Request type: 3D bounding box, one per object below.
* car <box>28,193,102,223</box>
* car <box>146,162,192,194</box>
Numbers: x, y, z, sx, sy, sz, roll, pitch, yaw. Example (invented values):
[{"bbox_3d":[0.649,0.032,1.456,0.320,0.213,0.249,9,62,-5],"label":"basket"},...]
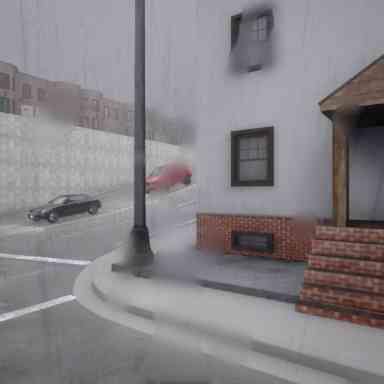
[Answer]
[{"bbox_3d":[-7.849,0.873,20.868,1.812,1.442,4.674,0,7,35],"label":"car"},{"bbox_3d":[-2.209,-1.253,28.928,2.150,2.045,5.566,0,13,35],"label":"car"}]
